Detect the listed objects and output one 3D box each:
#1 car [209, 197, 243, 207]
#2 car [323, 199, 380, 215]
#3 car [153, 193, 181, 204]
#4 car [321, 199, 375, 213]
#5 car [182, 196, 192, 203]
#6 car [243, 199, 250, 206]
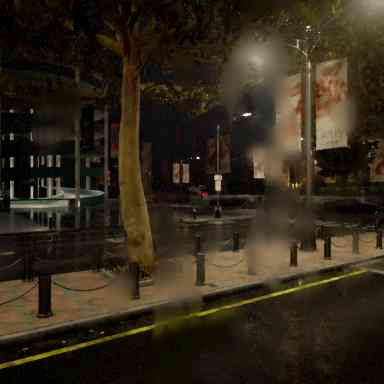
[{"bbox_3d":[4.823,1.546,50.645,2.033,1.411,5.357,0,0,-35],"label":"car"},{"bbox_3d":[16.273,1.547,34.287,2.033,1.411,5.357,0,0,-35],"label":"car"},{"bbox_3d":[-5.278,1.224,64.284,2.150,2.045,5.566,0,0,-43],"label":"car"},{"bbox_3d":[17.803,1.547,38.207,2.033,1.411,5.357,0,0,-35],"label":"car"},{"bbox_3d":[-2.328,1.547,66.511,2.033,1.411,5.357,0,0,-39],"label":"car"},{"bbox_3d":[7.177,1.492,53.360,2.128,1.511,4.902,0,0,-35],"label":"car"}]
